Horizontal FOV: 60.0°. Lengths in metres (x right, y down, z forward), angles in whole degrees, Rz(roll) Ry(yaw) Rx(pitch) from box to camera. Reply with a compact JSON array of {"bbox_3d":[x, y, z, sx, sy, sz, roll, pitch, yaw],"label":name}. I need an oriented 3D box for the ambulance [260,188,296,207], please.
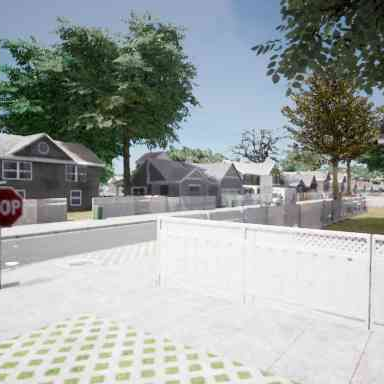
[{"bbox_3d":[9.805,0.801,37.850,2.351,2.431,6.366,0,0,36],"label":"ambulance"}]
